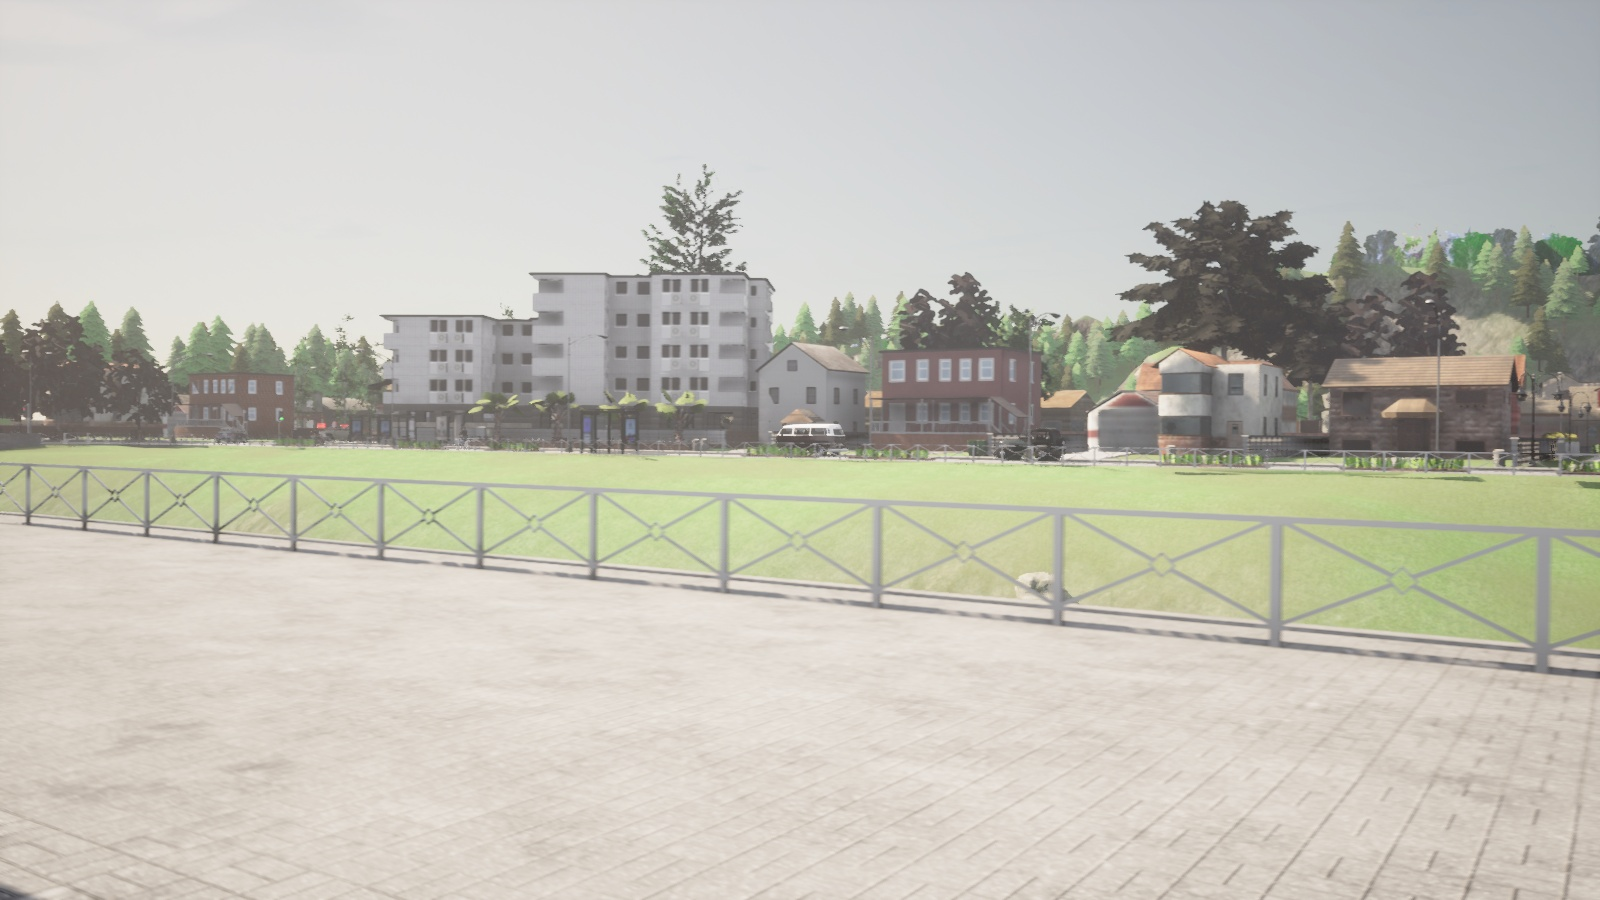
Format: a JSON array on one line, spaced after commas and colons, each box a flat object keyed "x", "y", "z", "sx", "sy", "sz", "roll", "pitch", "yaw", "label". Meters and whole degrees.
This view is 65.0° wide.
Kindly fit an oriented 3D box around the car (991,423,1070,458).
[{"x": 12.791, "y": -0.541, "z": 69.782, "sx": 3.866, "sy": 1.878, "sz": 1.905, "roll": 0, "pitch": 1, "yaw": 34, "label": "car"}]

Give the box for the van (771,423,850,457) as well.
[{"x": 0.647, "y": -0.614, "z": 77.853, "sx": 4.480, "sy": 2.038, "sz": 2.069, "roll": 0, "pitch": 1, "yaw": 34, "label": "van"}]
